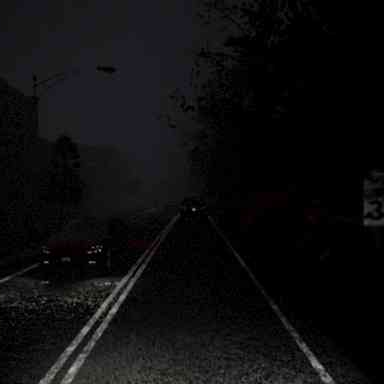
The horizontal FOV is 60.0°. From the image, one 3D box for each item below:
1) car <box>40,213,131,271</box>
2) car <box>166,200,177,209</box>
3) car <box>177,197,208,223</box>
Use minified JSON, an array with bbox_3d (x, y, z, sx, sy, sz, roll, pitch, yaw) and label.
[{"bbox_3d":[-3.341,1.525,11.331,1.882,1.535,5.008,0,0,0],"label":"car"},{"bbox_3d":[-3.176,2.042,54.532,2.033,1.411,5.357,0,-1,1],"label":"car"},{"bbox_3d":[0.143,1.423,27.373,2.150,2.045,5.566,0,-1,0],"label":"car"}]
